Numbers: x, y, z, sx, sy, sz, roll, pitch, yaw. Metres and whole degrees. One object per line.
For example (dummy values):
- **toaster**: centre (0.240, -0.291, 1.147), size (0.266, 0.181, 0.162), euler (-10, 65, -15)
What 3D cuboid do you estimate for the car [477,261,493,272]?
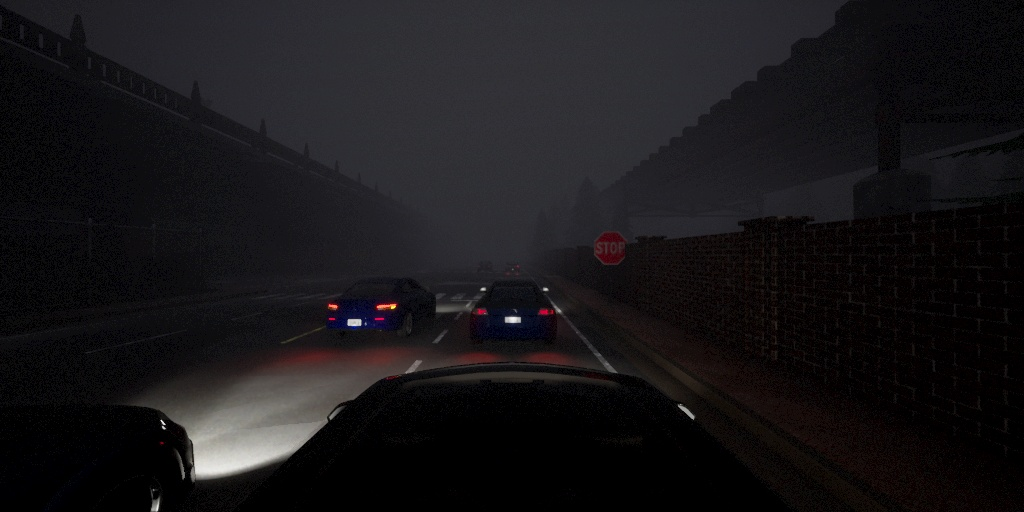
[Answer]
- **car**: centre (-3.434, 1.297, 46.046), size (2.033, 1.411, 5.357), euler (0, 0, -1)

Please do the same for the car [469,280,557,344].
- **car**: centre (0.061, 1.314, 9.551), size (1.994, 1.385, 4.181), euler (0, 0, 1)

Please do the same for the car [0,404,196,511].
- **car**: centre (-3.399, 1.314, 0.974), size (1.994, 1.385, 4.181), euler (0, 0, 0)

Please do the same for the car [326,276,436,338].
- **car**: centre (-3.421, 1.276, 10.070), size (1.812, 1.442, 4.674), euler (0, 0, 0)

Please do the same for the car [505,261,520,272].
- **car**: centre (0.060, 1.351, 46.258), size (1.895, 1.301, 4.718), euler (0, 0, -1)
